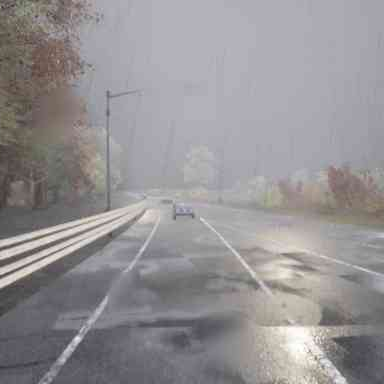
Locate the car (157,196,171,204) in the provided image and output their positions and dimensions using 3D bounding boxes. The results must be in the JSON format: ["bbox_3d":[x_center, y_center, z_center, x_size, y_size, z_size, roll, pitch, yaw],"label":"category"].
[{"bbox_3d":[-4.697,1.488,60.625,1.895,1.301,4.718,0,0,-10],"label":"car"}]

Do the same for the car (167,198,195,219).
[{"bbox_3d":[-0.831,1.533,29.227,2.033,1.411,5.357,0,0,-6],"label":"car"}]
